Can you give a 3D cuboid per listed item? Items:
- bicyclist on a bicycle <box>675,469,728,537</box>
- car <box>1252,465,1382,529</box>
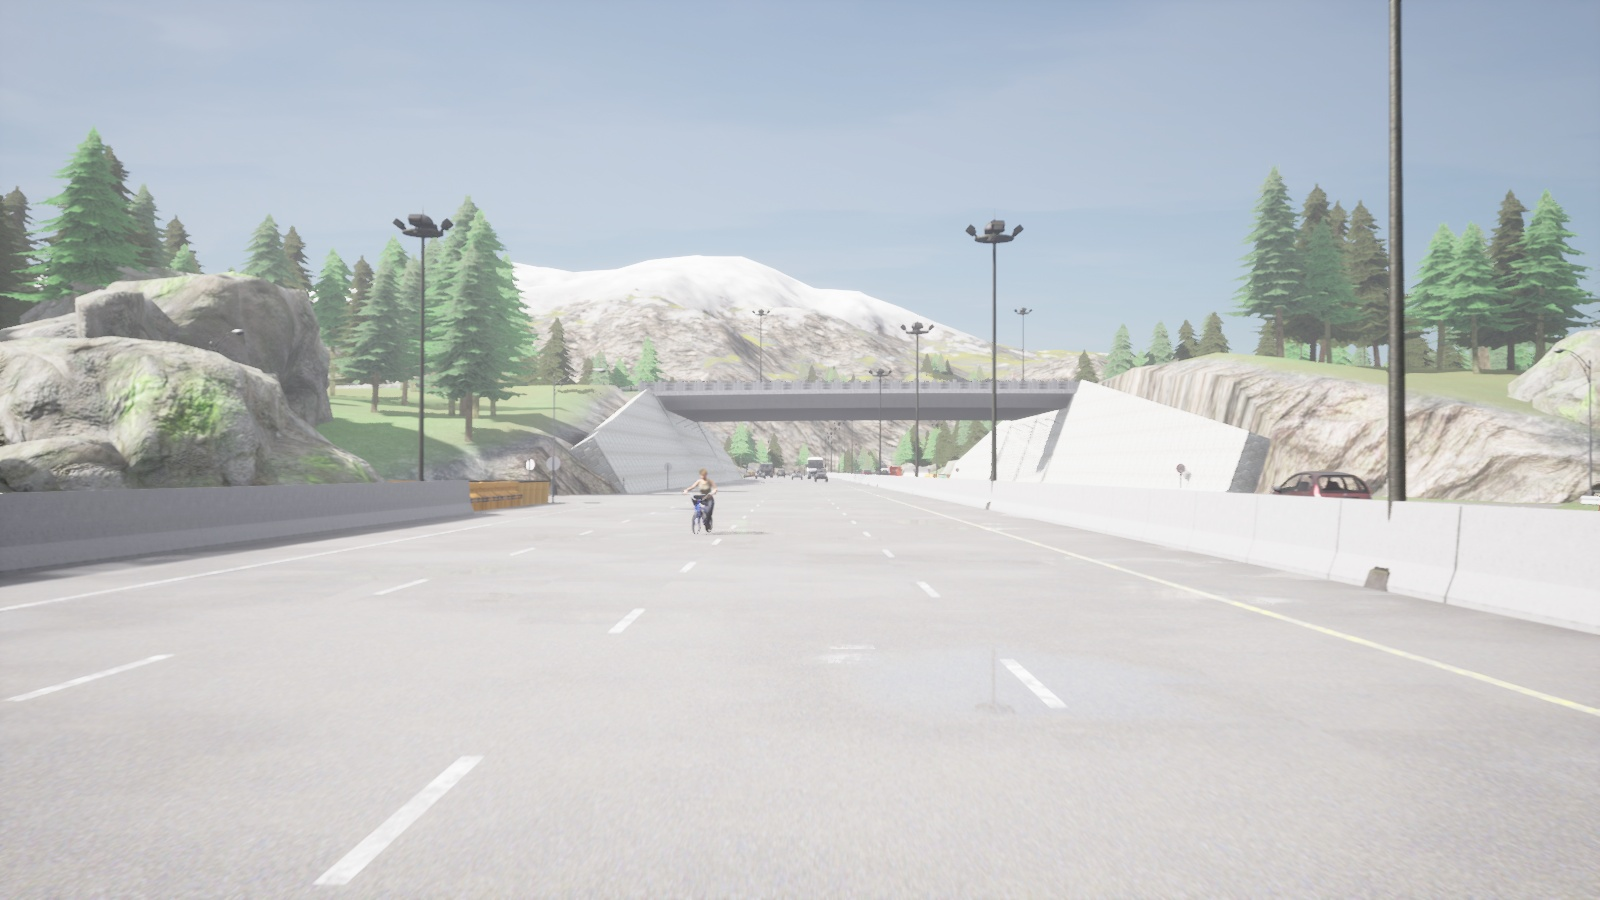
[{"bbox_3d":[-2.403,1.276,30.788,0.866,1.612,1.509,0,-1,14],"label":"bicyclist on a bicycle"},{"bbox_3d":[13.917,1.227,34.053,1.851,1.617,3.988,0,-1,0],"label":"car"}]
